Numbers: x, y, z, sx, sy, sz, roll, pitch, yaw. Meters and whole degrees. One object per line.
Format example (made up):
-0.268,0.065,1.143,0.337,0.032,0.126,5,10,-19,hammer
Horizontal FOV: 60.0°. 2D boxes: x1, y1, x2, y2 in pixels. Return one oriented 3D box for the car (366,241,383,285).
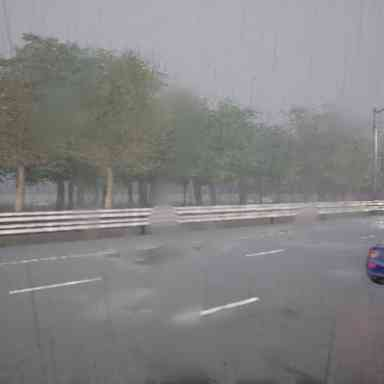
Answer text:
6.095,1.519,8.210,4.674,1.442,1.812,0,0,-35,car
